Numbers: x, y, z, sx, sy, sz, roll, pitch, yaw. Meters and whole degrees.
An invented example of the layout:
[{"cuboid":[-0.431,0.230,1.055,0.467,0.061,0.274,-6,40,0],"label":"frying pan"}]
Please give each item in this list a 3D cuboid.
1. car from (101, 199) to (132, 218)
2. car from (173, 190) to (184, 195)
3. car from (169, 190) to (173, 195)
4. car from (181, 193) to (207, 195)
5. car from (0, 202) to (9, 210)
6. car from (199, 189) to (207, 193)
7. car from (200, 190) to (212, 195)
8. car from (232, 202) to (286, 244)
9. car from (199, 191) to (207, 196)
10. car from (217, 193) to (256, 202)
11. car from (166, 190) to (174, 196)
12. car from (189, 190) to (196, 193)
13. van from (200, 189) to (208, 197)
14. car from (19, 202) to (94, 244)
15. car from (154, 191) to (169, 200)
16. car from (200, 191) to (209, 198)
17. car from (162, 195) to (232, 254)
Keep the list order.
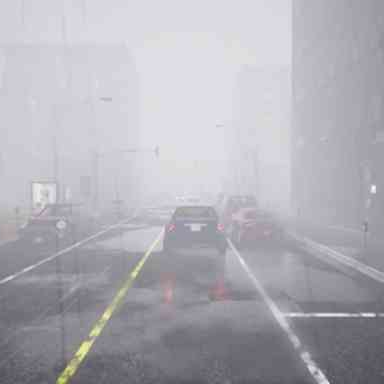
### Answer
[{"cuboid":[-5.662,1.205,25.383,1.802,1.307,4.206,0,1,0],"label":"car"},{"cuboid":[-2.892,0.445,79.514,1.895,1.301,4.718,0,1,0],"label":"car"},{"cuboid":[-5.603,0.565,68.830,1.947,1.339,4.313,0,1,0],"label":"car"},{"cuboid":[0.137,1.109,28.059,1.812,1.442,4.674,0,1,0],"label":"car"},{"cuboid":[-22.354,1.355,36.163,4.403,1.369,2.008,-1,2,0],"label":"car"},{"cuboid":[2.770,0.642,63.284,1.947,1.339,4.313,0,1,0],"label":"car"},{"cuboid":[2.763,0.737,57.761,1.802,1.307,4.206,0,1,0],"label":"car"},{"cuboid":[2.703,1.330,14.315,1.887,1.381,4.507,0,1,0],"label":"car"},{"cuboid":[2.801,0.333,85.376,1.947,1.339,4.313,0,1,0],"label":"car"},{"cuboid":[2.709,1.019,19.839,2.192,1.841,5.009,0,1,0],"label":"car"},{"cuboid":[-5.580,0.312,85.399,1.887,1.381,4.507,0,1,0],"label":"car"},{"cuboid":[0.118,0.258,87.217,1.812,1.442,4.674,0,1,0],"label":"car"},{"cuboid":[2.791,0.185,79.849,1.690,1.788,3.998,0,1,0],"label":"van"},{"cuboid":[-5.678,1.225,14.326,1.967,1.590,4.097,0,1,0],"label":"car"},{"cuboid":[-5.618,0.721,57.784,1.947,1.339,4.313,0,1,0],"label":"car"},{"cuboid":[2.785,0.466,74.329,1.887,1.381,4.507,0,1,0],"label":"car"},{"cuboid":[0.116,1.160,12.715,2.097,1.767,4.553,0,1,0],"label":"car"}]
